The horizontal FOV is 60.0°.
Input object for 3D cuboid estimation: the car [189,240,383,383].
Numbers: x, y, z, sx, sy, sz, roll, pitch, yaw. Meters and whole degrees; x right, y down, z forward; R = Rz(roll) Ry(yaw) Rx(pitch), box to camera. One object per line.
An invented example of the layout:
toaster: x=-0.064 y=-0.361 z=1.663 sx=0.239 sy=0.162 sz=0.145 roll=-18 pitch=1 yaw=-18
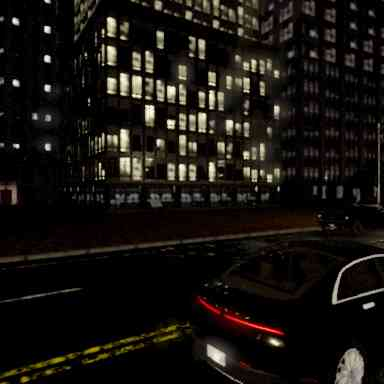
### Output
car: x=2.248 y=1.496 z=4.950 sx=4.892 sy=1.490 sz=1.837 roll=0 pitch=0 yaw=-35

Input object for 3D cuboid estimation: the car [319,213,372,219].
car: x=8.567 y=1.282 z=17.140 sx=4.718 sy=1.301 sz=1.895 roll=0 pitch=0 yaw=-33
